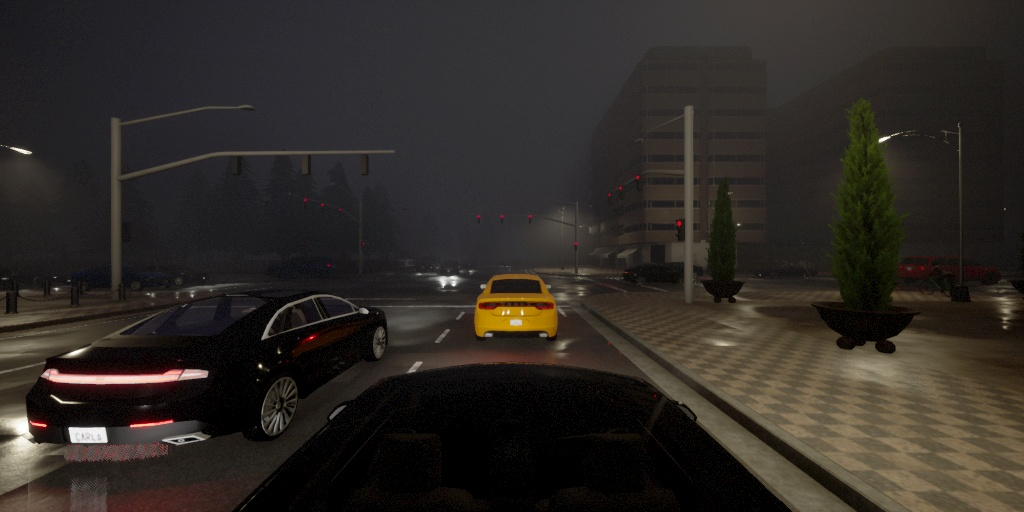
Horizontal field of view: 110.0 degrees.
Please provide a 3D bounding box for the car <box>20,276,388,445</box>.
[{"bbox_3d":[-3.424,1.242,5.339,2.128,1.511,4.902,0,0,0],"label":"car"}]

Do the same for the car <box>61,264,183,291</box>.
[{"bbox_3d":[-23.438,1.283,21.699,5.008,1.535,1.882,0,0,0],"label":"car"}]

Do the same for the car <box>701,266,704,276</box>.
[{"bbox_3d":[14.639,1.283,32.510,5.008,1.535,1.882,0,0,0],"label":"car"}]

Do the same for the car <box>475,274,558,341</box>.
[{"bbox_3d":[0.104,1.228,9.922,1.882,1.535,5.008,0,0,0],"label":"car"}]

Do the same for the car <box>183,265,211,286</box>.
[{"bbox_3d":[-24.023,1.310,25.209,4.892,1.490,1.837,0,0,1],"label":"car"}]

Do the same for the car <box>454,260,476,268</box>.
[{"bbox_3d":[-8.007,1.351,61.971,1.895,1.301,4.718,0,0,19],"label":"car"}]

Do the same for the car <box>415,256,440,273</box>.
[{"bbox_3d":[-10.337,0.971,44.985,2.150,2.045,5.566,0,0,2],"label":"car"}]

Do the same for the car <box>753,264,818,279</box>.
[{"bbox_3d":[24.715,1.406,32.539,4.718,1.301,1.895,0,0,0],"label":"car"}]

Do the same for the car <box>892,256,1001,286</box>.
[{"bbox_3d":[30.769,1.028,25.364,5.566,2.045,2.150,0,0,-1],"label":"car"}]

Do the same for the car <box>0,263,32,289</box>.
[{"bbox_3d":[-33.373,1.027,21.671,5.566,2.045,2.150,0,0,0],"label":"car"}]

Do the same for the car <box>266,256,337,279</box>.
[{"bbox_3d":[-18.675,1.027,32.050,5.566,2.045,2.150,0,1,-3],"label":"car"}]

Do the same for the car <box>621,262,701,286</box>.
[{"bbox_3d":[10.289,1.313,25.426,4.892,1.490,1.837,0,1,2],"label":"car"}]

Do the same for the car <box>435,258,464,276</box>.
[{"bbox_3d":[-6.579,1.244,38.276,2.128,1.511,4.902,0,0,-6],"label":"car"}]

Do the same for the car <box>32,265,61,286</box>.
[{"bbox_3d":[-33.765,1.353,25.168,5.357,1.411,2.033,0,0,0],"label":"car"}]

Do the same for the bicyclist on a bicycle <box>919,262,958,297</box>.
[{"bbox_3d":[20.283,1.106,17.043,0.582,1.620,1.656,0,0,0],"label":"bicyclist on a bicycle"}]

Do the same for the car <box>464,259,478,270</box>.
[{"bbox_3d":[-6.323,1.228,52.854,1.882,1.535,5.008,0,0,7],"label":"car"}]
